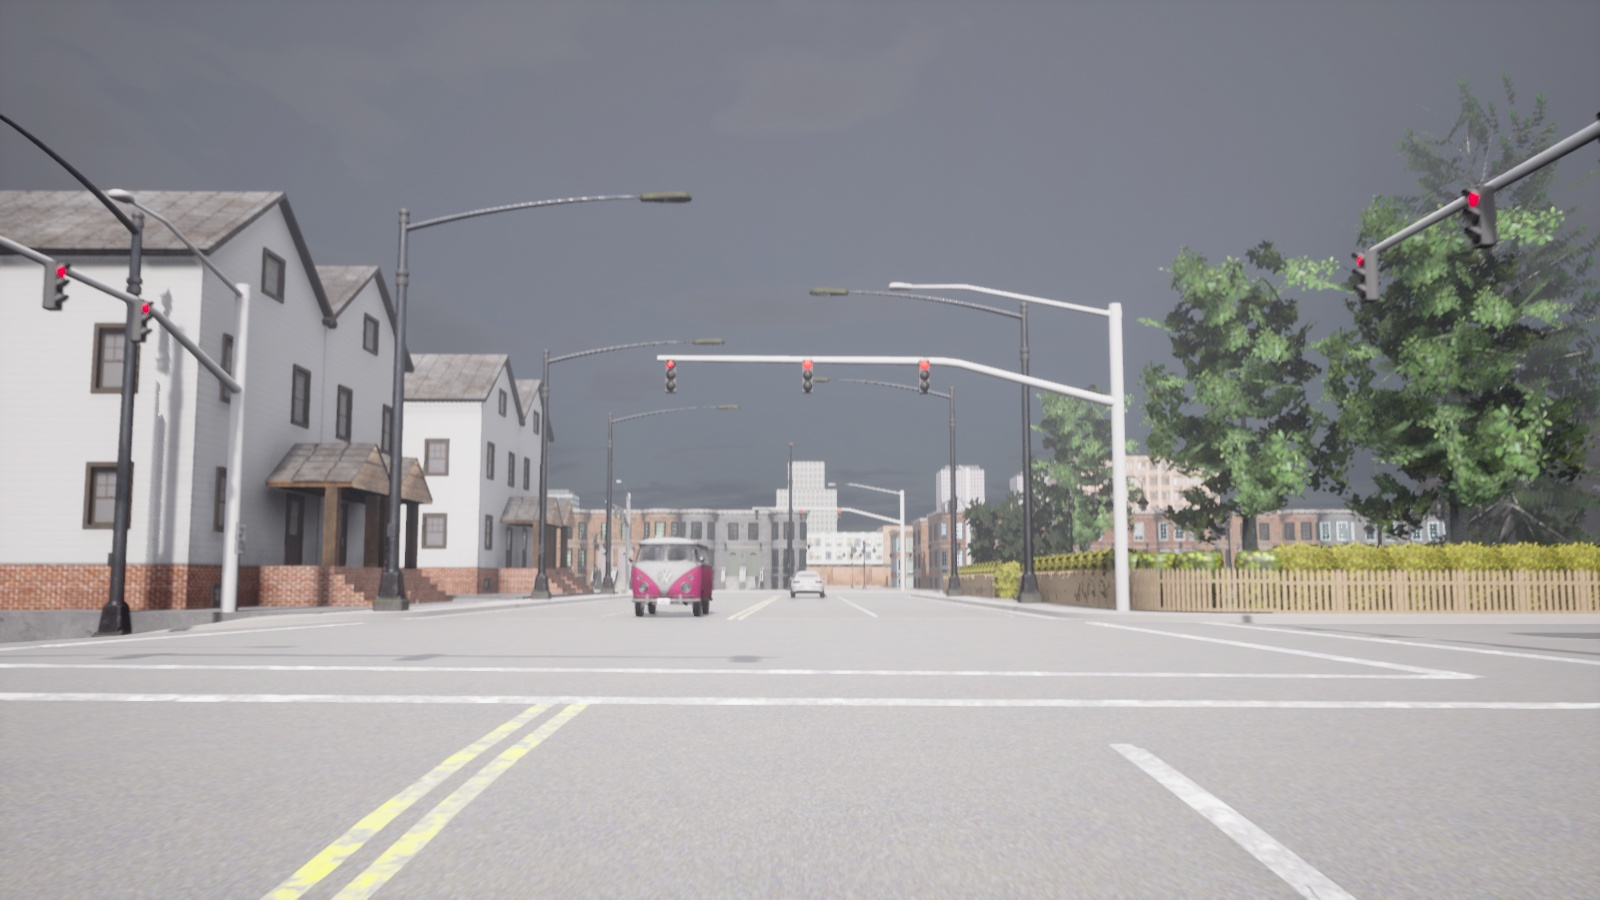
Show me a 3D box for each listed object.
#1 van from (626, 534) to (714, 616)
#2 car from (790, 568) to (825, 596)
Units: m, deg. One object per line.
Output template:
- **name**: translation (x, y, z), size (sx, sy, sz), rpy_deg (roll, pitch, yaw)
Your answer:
- **van**: translation (-3.299, 3.247, 32.632), size (1.775, 1.987, 4.442), rpy_deg (0, -6, 0)
- **car**: translation (0.405, 7.243, 68.870), size (1.812, 1.442, 4.674), rpy_deg (0, -6, 0)
